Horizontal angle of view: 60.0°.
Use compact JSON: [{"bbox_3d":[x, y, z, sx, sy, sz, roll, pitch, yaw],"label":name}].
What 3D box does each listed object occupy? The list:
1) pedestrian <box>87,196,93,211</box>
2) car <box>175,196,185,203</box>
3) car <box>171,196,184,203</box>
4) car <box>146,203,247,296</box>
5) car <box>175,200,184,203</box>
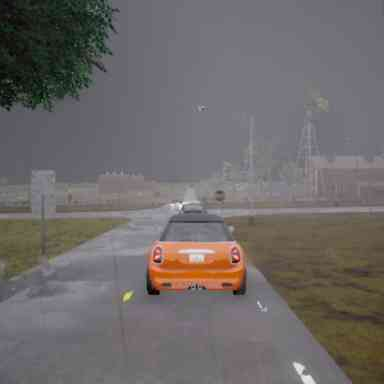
[{"bbox_3d":[-12.156,1.381,39.687,0.375,1.860,0.375,0,2,0],"label":"pedestrian"},{"bbox_3d":[-2.755,1.687,77.627,2.033,1.411,5.357,0,-1,0],"label":"car"},{"bbox_3d":[-2.792,1.527,62.199,1.837,1.490,4.892,0,0,0],"label":"car"},{"bbox_3d":[0.095,1.323,8.735,2.097,1.767,4.553,0,0,0],"label":"car"},{"bbox_3d":[0.048,1.455,20.688,1.837,1.490,4.892,0,0,-1],"label":"car"}]
